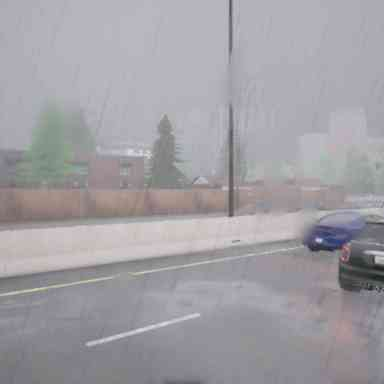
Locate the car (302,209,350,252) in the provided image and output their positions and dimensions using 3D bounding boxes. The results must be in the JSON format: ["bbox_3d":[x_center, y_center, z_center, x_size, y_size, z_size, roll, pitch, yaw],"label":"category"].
[{"bbox_3d":[6.261,1.469,12.586,5.008,1.535,1.882,0,0,-36],"label":"car"}]

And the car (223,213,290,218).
[{"bbox_3d":[3.952,1.358,19.788,4.553,1.767,2.097,0,0,-36],"label":"car"}]

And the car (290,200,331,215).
[{"bbox_3d":[12.272,1.556,34.343,4.181,1.385,1.994,0,0,-35],"label":"car"}]

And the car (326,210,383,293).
[{"bbox_3d":[5.425,1.342,7.679,4.553,1.767,2.097,0,0,-36],"label":"car"}]

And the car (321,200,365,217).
[{"bbox_3d":[14.307,1.547,31.495,4.181,1.385,1.994,0,0,-35],"label":"car"}]
